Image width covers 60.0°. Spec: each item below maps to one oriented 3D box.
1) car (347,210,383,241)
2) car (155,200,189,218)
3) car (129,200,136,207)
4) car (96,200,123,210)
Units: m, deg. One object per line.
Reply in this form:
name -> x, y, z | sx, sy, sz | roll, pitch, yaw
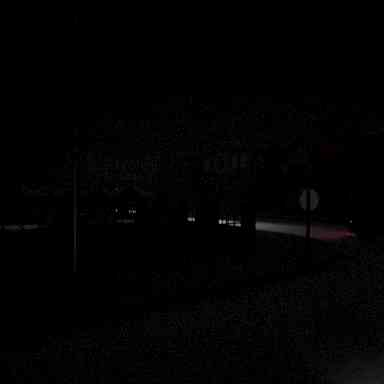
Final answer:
car -> 9.420, 1.524, 14.825 | 1.812, 1.442, 4.674 | 0, 0, -41
car -> -2.210, 1.491, 30.608 | 2.128, 1.511, 4.902 | 0, 0, -35
car -> -10.105, 1.547, 48.940 | 2.033, 1.411, 5.357 | 0, 0, -37
car -> -10.866, 1.563, 42.799 | 1.994, 1.385, 4.181 | 0, 0, -35
